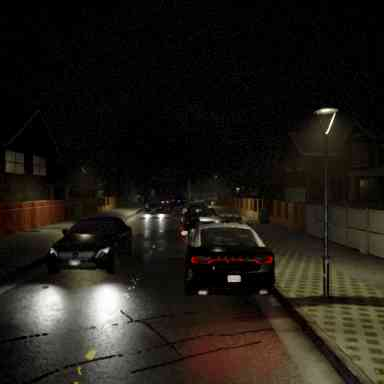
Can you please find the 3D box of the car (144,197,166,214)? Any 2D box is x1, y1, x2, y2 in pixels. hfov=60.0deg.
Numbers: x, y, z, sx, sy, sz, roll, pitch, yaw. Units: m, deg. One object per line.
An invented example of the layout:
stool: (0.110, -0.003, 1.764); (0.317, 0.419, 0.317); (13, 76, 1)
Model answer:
car: (-4.060, 1.592, 36.076); (1.812, 1.442, 4.674); (0, 0, -4)

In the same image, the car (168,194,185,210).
car: (-1.833, 1.311, 45.804); (2.150, 2.045, 5.566); (0, 0, -3)

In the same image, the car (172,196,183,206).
car: (-2.669, 1.602, 60.100); (1.882, 1.535, 5.008); (0, 0, -3)

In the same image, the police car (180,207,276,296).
police car: (0.745, 1.427, 8.835); (1.930, 1.638, 5.238); (0, 0, -1)

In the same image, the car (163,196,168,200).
car: (-7.276, 1.733, 90.384); (2.033, 1.411, 5.357); (0, 0, -3)

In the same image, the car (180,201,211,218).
car: (0.454, 1.493, 18.769); (1.882, 1.535, 5.008); (0, 0, -2)

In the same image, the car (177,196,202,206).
car: (0.177, 1.380, 24.762); (2.097, 1.767, 4.553); (0, 0, -3)

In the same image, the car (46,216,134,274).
car: (-3.018, 1.530, 10.758); (1.812, 1.442, 4.674); (0, 0, -1)
